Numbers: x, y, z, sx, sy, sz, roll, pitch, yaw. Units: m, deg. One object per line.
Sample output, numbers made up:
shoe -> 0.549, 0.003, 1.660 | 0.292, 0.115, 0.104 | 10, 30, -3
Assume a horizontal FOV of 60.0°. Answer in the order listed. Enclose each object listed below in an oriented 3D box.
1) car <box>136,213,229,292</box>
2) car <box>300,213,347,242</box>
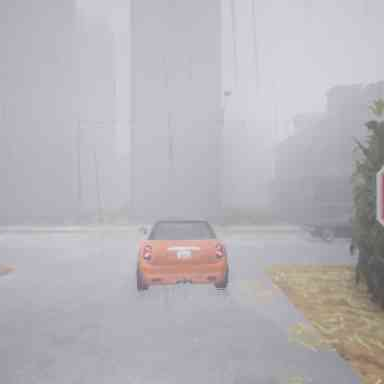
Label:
car -> -0.401, 1.393, 9.339 | 2.097, 1.767, 4.553 | 0, 0, -6
car -> 7.824, 1.673, 16.256 | 4.718, 1.301, 1.895 | 0, 0, 0
